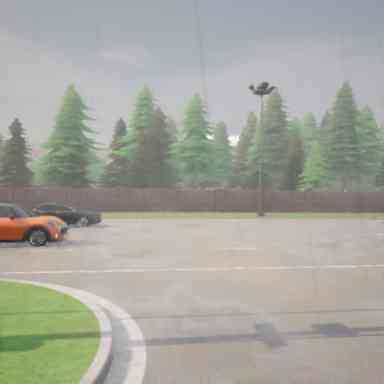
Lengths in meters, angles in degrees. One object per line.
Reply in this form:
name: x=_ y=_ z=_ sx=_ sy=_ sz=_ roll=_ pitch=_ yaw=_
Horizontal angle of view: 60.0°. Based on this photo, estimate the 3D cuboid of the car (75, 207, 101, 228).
car: x=-8.205 y=1.441 z=20.882 sx=4.892 sy=1.490 sz=1.837 roll=1 pitch=0 yaw=-7

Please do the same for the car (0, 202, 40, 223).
car: x=-14.002 y=1.424 z=23.659 sx=5.357 sy=1.411 sz=2.033 roll=1 pitch=0 yaw=-7

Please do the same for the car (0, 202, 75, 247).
car: x=-7.596 y=1.285 z=13.904 sx=4.553 sy=1.767 sz=2.097 roll=1 pitch=0 yaw=-7
